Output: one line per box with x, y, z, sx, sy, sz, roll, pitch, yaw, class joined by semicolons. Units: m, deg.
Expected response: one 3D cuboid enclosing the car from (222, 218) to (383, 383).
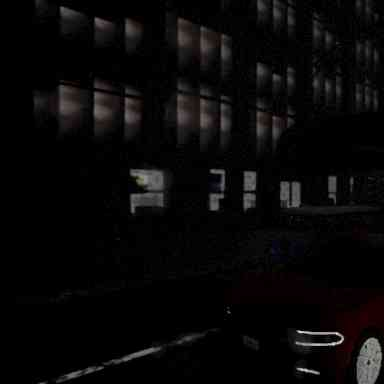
2.714;1.446;5.317;5.008;1.535;1.882;-1;0;-36;car

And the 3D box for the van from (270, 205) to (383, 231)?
3.897;1.288;9.324;3.998;1.788;1.690;0;1;-36;van
